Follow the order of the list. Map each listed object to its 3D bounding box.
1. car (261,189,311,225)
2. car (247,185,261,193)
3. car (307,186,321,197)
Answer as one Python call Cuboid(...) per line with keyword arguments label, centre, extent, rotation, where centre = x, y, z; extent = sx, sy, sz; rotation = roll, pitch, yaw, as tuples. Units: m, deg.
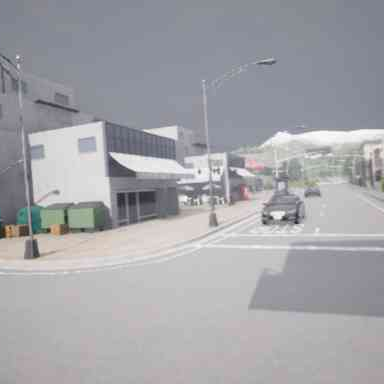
Cuboid(label="car", centre=(5.037, 0.867, 18.139), extent=(2.128, 1.511, 4.902), rotation=(-4, 1, 23))
Cuboid(label="car", centre=(15.983, -0.454, 83.736), extent=(2.007, 1.523, 4.514), rotation=(-4, 1, 23))
Cuboid(label="car", centre=(15.966, -0.031, 44.032), extent=(1.994, 1.385, 4.181), rotation=(-4, 0, 23))
